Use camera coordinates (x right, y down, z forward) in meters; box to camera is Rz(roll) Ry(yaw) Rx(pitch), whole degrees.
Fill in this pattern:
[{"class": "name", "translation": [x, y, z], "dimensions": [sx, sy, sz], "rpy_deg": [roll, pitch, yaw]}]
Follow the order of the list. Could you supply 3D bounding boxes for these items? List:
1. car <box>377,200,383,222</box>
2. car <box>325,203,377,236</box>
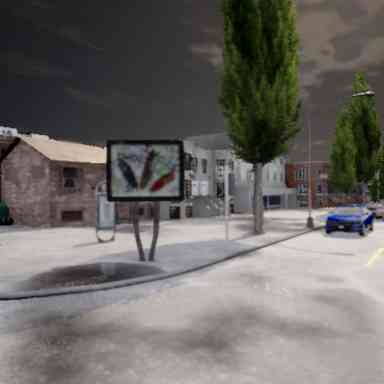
[{"class": "car", "translation": [14.776, 1.601, 27.040], "dimensions": [1.994, 1.385, 4.181], "rpy_deg": [-1, 0, 36]}, {"class": "car", "translation": [9.041, 1.515, 18.996], "dimensions": [1.882, 1.535, 5.008], "rpy_deg": [-1, 0, 35]}]
